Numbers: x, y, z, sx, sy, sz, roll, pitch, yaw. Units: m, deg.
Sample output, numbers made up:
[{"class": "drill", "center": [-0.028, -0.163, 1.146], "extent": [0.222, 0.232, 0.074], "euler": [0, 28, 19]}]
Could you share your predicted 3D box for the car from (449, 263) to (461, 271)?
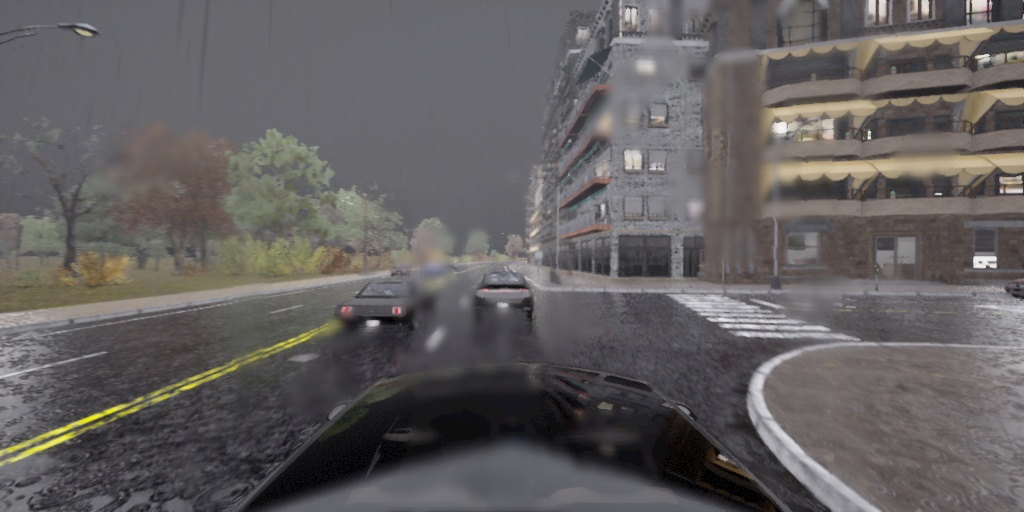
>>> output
[{"class": "car", "center": [-8.902, 1.641, 54.217], "extent": [1.895, 1.301, 4.718], "euler": [0, 0, -2]}]

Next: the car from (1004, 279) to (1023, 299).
[{"class": "car", "center": [22.229, 1.096, 13.819], "extent": [4.207, 1.307, 1.802], "euler": [0, 0, 14]}]

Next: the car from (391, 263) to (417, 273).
[{"class": "car", "center": [-11.378, 1.475, 37.904], "extent": [1.994, 1.385, 4.181], "euler": [0, 0, -3]}]

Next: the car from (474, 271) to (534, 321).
[{"class": "car", "center": [-0.301, 1.286, 12.673], "extent": [2.128, 1.511, 4.902], "euler": [0, -2, -2]}]

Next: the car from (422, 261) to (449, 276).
[{"class": "car", "center": [-8.104, 1.410, 37.507], "extent": [1.882, 1.535, 5.008], "euler": [0, -1, -3]}]

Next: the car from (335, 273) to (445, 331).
[{"class": "car", "center": [-3.481, 1.386, 11.064], "extent": [1.895, 1.301, 4.718], "euler": [0, 0, -2]}]
